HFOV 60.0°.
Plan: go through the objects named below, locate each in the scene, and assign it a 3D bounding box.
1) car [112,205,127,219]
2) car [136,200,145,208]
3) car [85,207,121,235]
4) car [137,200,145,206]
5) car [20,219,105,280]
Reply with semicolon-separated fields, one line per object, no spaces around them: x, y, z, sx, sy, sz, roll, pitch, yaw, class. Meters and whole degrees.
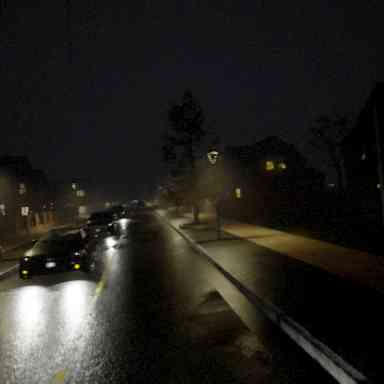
-8.491;2.308;37.999;1.837;1.490;4.892;-5;-1;-8;car
-11.424;2.753;74.338;2.033;1.411;5.357;-5;0;-9;car
-6.096;2.079;22.435;1.812;1.442;4.674;-5;0;-9;car
-13.060;2.804;84.631;1.812;1.442;4.674;-5;0;-9;car
-4.387;1.948;11.544;1.994;1.385;4.181;-5;0;-9;car
